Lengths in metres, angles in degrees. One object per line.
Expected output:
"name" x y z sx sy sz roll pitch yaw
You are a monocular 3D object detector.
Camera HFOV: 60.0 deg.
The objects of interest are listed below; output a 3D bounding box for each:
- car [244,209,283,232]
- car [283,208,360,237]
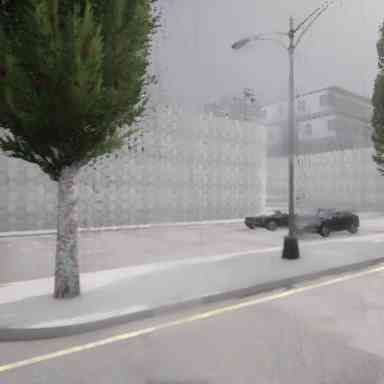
"car" 5.691 1.835 22.198 4.718 1.301 1.895 1 -1 -36
"car" 7.920 1.716 19.489 4.902 1.511 2.128 1 -1 -36
